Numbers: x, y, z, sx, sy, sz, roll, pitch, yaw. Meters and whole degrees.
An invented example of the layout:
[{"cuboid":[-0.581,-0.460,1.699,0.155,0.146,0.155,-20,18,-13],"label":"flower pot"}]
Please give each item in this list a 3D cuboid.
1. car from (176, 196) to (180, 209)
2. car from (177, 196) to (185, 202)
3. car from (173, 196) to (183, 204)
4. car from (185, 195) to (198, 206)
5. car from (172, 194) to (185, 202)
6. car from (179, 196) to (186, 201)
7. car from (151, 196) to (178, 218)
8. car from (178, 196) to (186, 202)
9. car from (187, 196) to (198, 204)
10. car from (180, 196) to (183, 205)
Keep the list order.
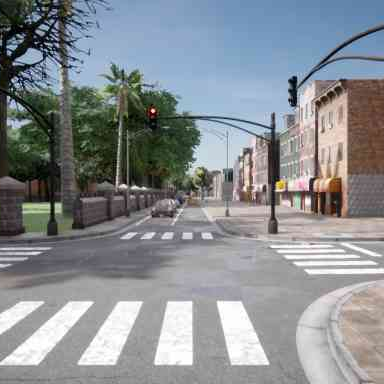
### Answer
[{"cuboid":[-2.621,1.498,36.340,1.967,1.590,4.097,0,0,0],"label":"car"},{"cuboid":[-2.599,1.818,81.849,1.887,1.381,4.507,0,0,0],"label":"car"},{"cuboid":[-2.981,1.715,71.258,1.837,1.490,4.892,0,0,0],"label":"car"},{"cuboid":[0.133,1.627,59.480,1.882,1.535,5.008,0,0,0],"label":"car"},{"cuboid":[-2.946,1.402,64.289,2.150,2.045,5.566,0,0,0],"label":"car"},{"cuboid":[-2.593,1.915,93.227,1.947,1.339,4.313,-1,0,0],"label":"car"},{"cuboid":[-2.625,1.481,30.652,1.967,1.590,4.097,0,0,0],"label":"car"},{"cuboid":[-2.596,1.861,87.538,2.008,1.369,4.403,-1,0,0],"label":"car"},{"cuboid":[0.132,1.690,68.891,2.128,1.511,4.902,0,0,0],"label":"car"},{"cuboid":[-2.616,1.680,47.718,1.802,1.307,4.206,0,0,0],"label":"car"}]
